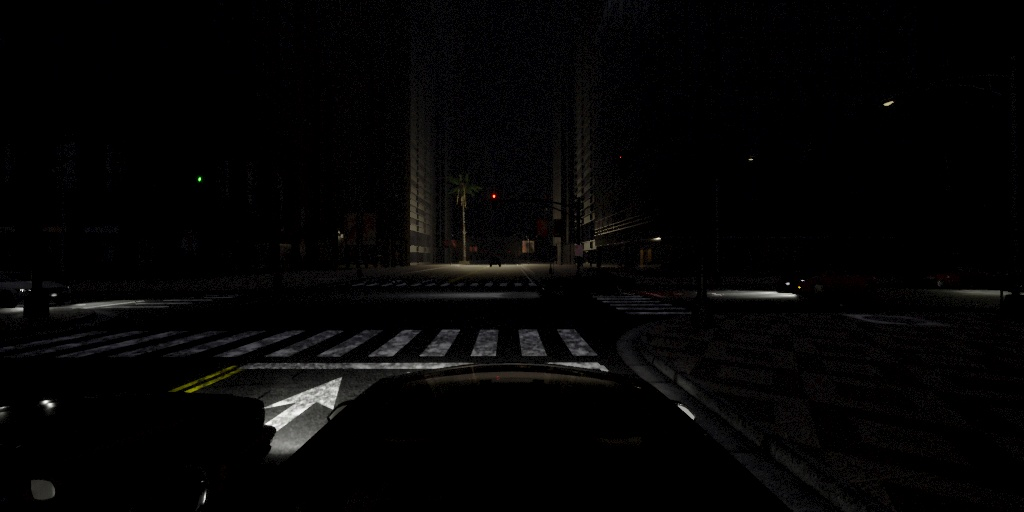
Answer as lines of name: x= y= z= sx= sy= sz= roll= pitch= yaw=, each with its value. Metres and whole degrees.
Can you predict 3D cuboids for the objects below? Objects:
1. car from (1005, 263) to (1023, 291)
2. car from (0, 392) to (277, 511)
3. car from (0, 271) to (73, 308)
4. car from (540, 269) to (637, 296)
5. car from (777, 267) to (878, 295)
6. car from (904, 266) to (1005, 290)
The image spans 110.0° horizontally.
car: x=28.970 y=1.014 z=19.027 sx=4.553 sy=1.767 sz=2.097 roll=0 pitch=0 yaw=-1
car: x=-3.176 y=1.297 z=0.730 sx=2.033 sy=1.411 sz=5.357 roll=0 pitch=0 yaw=4
car: x=-21.380 y=1.353 z=14.950 sx=4.674 sy=1.442 sz=1.812 roll=0 pitch=0 yaw=1
car: x=3.799 y=1.348 z=18.577 sx=4.718 sy=1.301 sz=1.895 roll=0 pitch=0 yaw=-1
car: x=16.443 y=1.265 z=18.810 sx=4.181 sy=1.385 sz=1.994 roll=0 pitch=0 yaw=-1
car: x=26.424 y=1.274 z=21.739 sx=4.207 sy=1.307 sz=1.802 roll=0 pitch=0 yaw=-1
